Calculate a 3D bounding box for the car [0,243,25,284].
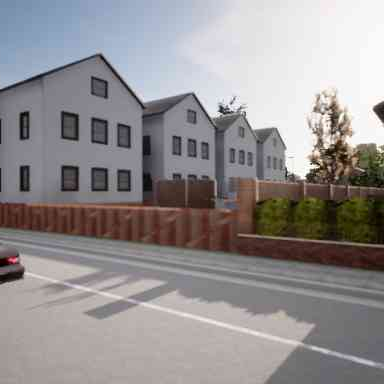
[{"bbox_3d":[-6.361,1.601,8.457,5.357,1.411,2.033,0,0,36],"label":"car"}]
